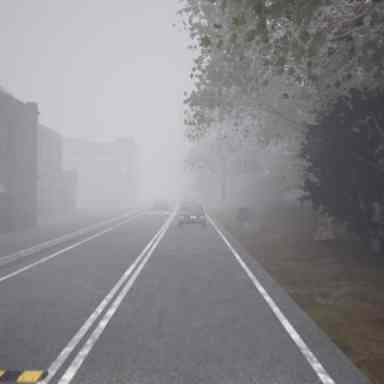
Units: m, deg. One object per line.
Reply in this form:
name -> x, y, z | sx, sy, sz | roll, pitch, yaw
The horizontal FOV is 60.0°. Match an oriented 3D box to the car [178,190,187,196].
car -> -2.383, 0.606, 87.145 | 2.150, 2.045, 5.566 | 0, 1, -3

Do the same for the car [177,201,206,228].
car -> -0.016, 1.544, 22.279 | 2.033, 1.411, 5.357 | 0, 0, -1

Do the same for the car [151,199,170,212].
car -> -3.619, 1.544, 38.555 | 1.994, 1.385, 4.181 | 0, 0, -1

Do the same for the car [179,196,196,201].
car -> -0.384, 1.523, 42.811 | 1.994, 1.385, 4.181 | 0, 0, -1
